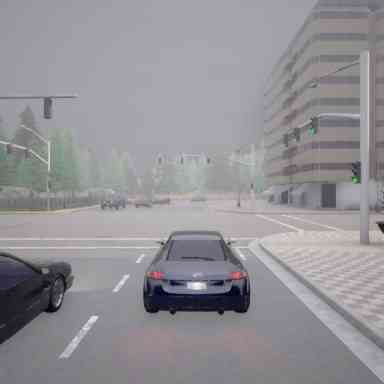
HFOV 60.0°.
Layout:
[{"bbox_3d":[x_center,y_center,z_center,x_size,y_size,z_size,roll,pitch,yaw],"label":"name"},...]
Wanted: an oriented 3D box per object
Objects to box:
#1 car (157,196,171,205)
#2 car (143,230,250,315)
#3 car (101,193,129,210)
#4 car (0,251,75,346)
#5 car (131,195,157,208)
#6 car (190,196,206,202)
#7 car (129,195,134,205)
[{"bbox_3d":[-5.271,1.477,58.418,1.882,1.535,5.008,0,0,17],"label":"car"},{"bbox_3d":[0.092,1.564,7.656,1.994,1.385,4.181,0,0,0],"label":"car"},{"bbox_3d":[-10.416,1.221,44.451,2.150,2.045,5.566,0,0,2],"label":"car"},{"bbox_3d":[-3.427,1.547,4.622,2.033,1.411,5.357,0,0,0],"label":"car"},{"bbox_3d":[-6.841,1.547,48.110,2.033,1.411,5.357,0,0,2],"label":"car"},{"bbox_3d":[1.382,1.552,72.159,1.994,1.385,4.181,0,0,34],"label":"car"},{"bbox_3d":[-9.597,1.352,53.885,2.097,1.767,4.553,0,0,8],"label":"car"}]
